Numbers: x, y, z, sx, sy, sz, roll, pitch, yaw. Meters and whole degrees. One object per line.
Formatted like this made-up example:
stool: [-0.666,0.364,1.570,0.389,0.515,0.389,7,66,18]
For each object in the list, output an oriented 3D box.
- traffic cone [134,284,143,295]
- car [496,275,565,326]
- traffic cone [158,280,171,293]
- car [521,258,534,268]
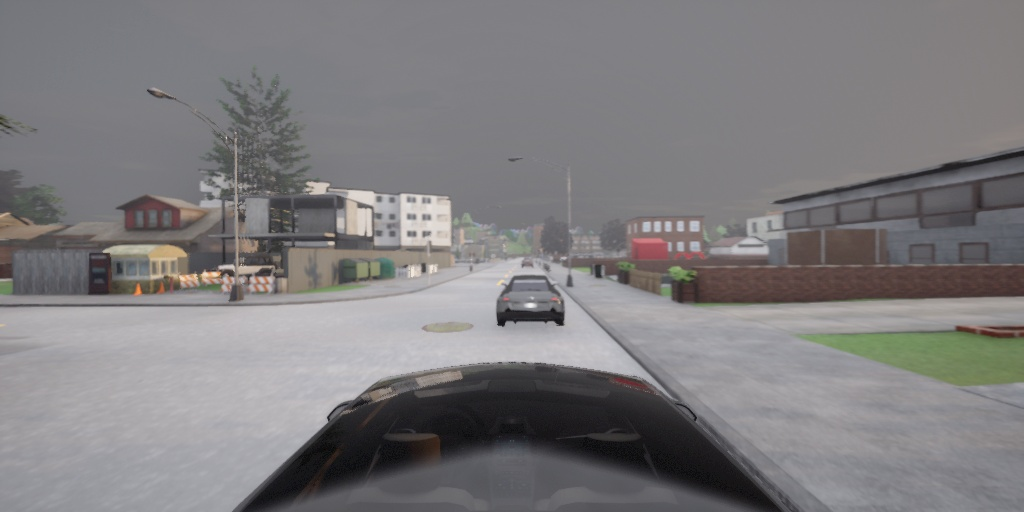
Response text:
traffic cone: [-19.556,1.734,18.774,0.344,0.586,0.344,0,0,2]
car: [0.577,1.287,11.598,1.994,1.385,4.181,-1,0,2]
traffic cone: [-19.007,1.698,19.472,0.344,0.586,0.344,0,0,2]
car: [2.430,1.135,56.444,1.812,1.442,4.674,-1,0,2]
